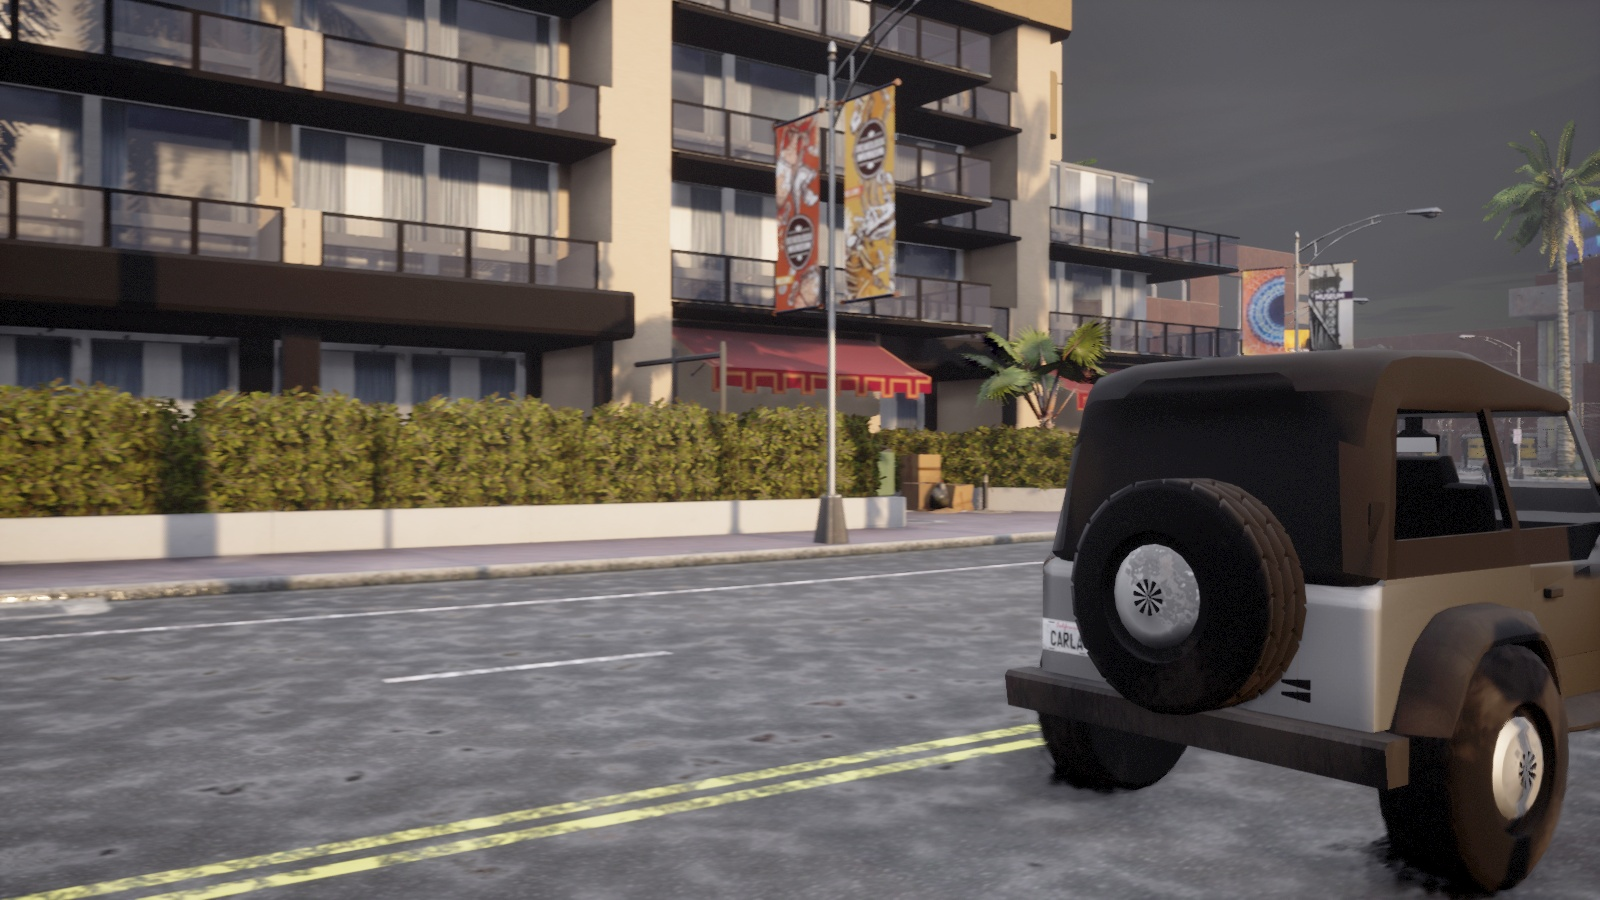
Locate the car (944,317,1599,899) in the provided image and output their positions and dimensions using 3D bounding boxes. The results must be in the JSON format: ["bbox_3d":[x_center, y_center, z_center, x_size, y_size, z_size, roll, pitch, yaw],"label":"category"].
[{"bbox_3d":[2.727,0.549,5.621,3.866,1.878,1.905,0,0,-36],"label":"car"}]
